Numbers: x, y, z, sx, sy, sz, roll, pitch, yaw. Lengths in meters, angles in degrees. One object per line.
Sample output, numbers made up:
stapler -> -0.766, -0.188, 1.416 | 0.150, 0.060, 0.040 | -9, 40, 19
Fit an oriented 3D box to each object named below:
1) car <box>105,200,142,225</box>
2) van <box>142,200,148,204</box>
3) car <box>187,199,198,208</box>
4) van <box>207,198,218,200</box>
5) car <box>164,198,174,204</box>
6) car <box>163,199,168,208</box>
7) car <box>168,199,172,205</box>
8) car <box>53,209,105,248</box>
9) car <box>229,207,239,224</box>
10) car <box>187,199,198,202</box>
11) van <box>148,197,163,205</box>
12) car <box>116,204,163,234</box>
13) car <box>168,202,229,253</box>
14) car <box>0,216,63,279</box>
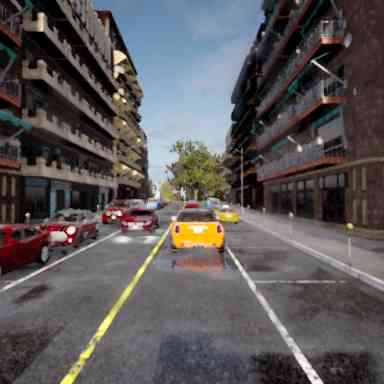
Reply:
car -> -5.674, 1.560, 26.667 | 2.192, 1.841, 5.009 | 1, -1, 0
van -> -5.674, 1.638, 32.328 | 1.690, 1.788, 3.998 | 1, -1, 0
car -> 0.103, 2.086, 60.334 | 1.812, 1.442, 4.674 | 0, -1, 0
van -> 2.693, 1.743, 43.612 | 1.690, 1.788, 3.998 | 1, -1, 0
car -> -5.769, 2.334, 83.275 | 2.008, 1.369, 4.403 | 1, -1, 0
car -> -5.673, 1.824, 54.973 | 2.192, 1.841, 5.009 | 1, -1, 0
car -> -5.677, 2.183, 66.295 | 1.947, 1.339, 4.313 | 1, -1, 0
car -> -5.677, 1.581, 15.343 | 1.967, 1.590, 4.097 | 1, -1, 0
car -> 2.704, 1.771, 26.796 | 1.752, 1.417, 4.829 | 1, -1, 0
car -> 0.102, 1.865, 42.135 | 1.882, 1.535, 5.008 | 0, 0, 0
van -> -5.674, 1.796, 49.312 | 1.690, 1.788, 3.998 | 1, -1, 0
car -> -3.111, 1.715, 20.643 | 1.812, 1.442, 4.674 | 0, -1, 0
car -> 0.162, 1.486, 14.592 | 2.097, 1.767, 4.553 | 0, -1, -2
car -> -5.678, 1.634, 9.680 | 1.887, 1.381, 4.507 | 1, -1, 0
